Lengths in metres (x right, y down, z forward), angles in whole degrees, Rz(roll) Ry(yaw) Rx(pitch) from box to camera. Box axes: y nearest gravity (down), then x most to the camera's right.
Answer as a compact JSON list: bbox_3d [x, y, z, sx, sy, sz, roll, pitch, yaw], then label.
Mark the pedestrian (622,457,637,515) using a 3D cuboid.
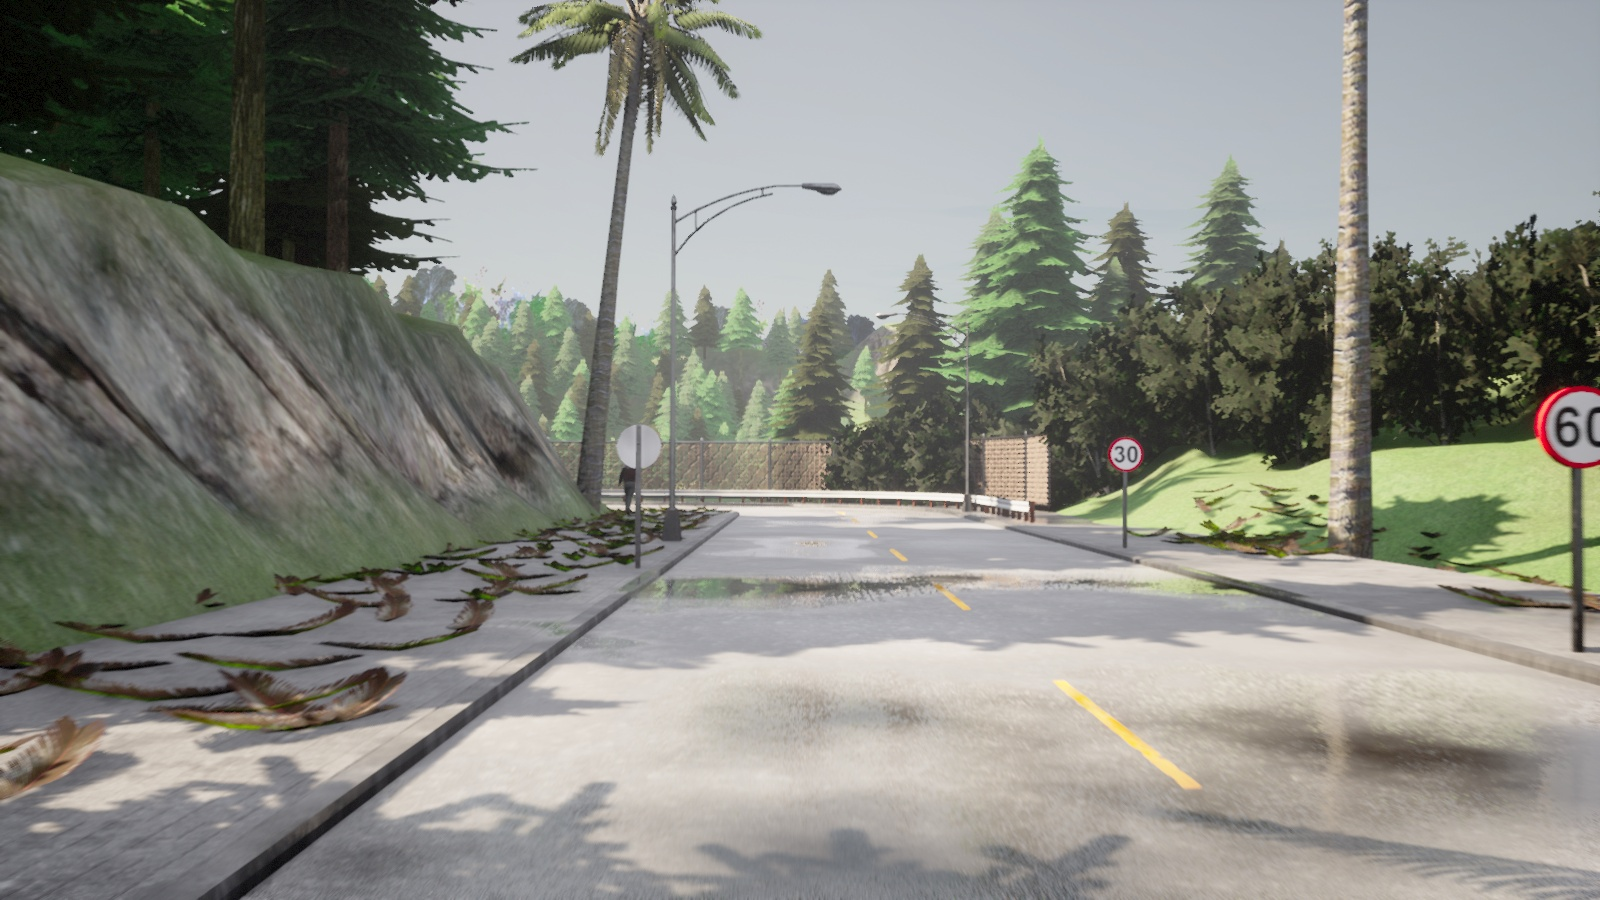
[{"bbox_3d":[-5.440,1.141,40.077,0.376,1.854,0.720,0,-1,0],"label":"pedestrian"}]
